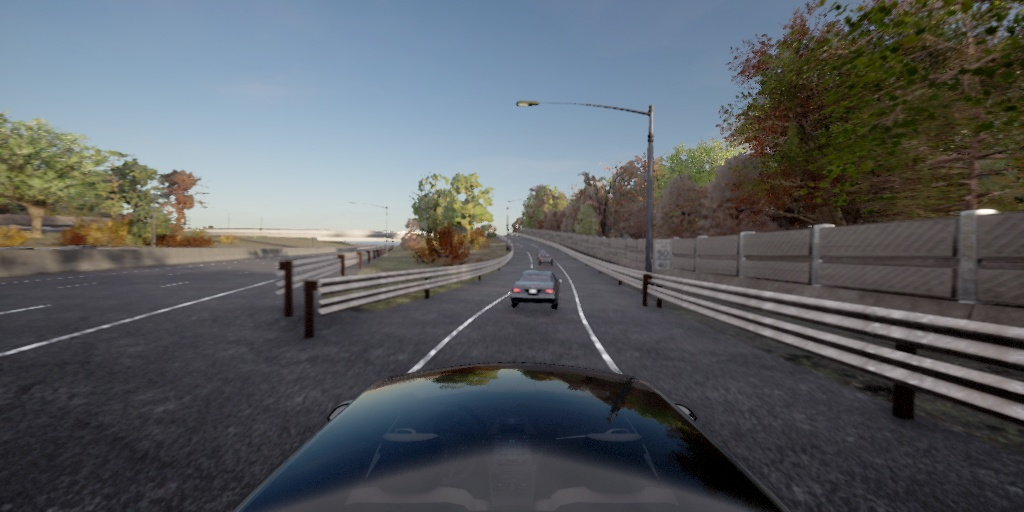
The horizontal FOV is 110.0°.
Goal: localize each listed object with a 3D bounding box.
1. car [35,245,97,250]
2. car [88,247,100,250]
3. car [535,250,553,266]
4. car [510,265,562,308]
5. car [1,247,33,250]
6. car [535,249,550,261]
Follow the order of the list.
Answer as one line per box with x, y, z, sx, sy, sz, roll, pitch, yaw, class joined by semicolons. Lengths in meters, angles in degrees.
-41.132;-0.219;33.723;2.097;1.767;4.553;0;1;-17;car
-37.752;0.044;34.635;1.895;1.301;4.718;0;1;-17;car
4.334;0.395;46.651;2.128;1.511;4.902;1;3;2;car
1.115;1.320;15.373;2.033;1.411;5.357;1;0;8;car
-44.248;-0.058;31.983;1.837;1.490;4.892;0;1;-18;car
4.738;-0.228;56.720;2.033;1.411;5.357;1;4;1;car
